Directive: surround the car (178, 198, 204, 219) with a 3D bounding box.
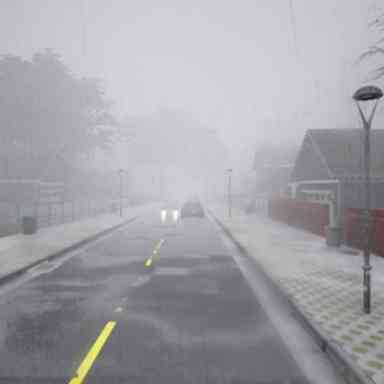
[{"bbox_3d":[0.048,1.535,29.025,1.994,1.385,4.181,0,0,0],"label":"car"}]

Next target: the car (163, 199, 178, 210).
[{"bbox_3d":[-2.714,1.570,43.082,1.895,1.301,4.718,0,0,0],"label":"car"}]

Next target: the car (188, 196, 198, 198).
[{"bbox_3d":[0.105,1.321,44.007,2.097,1.767,4.553,0,0,0],"label":"car"}]
